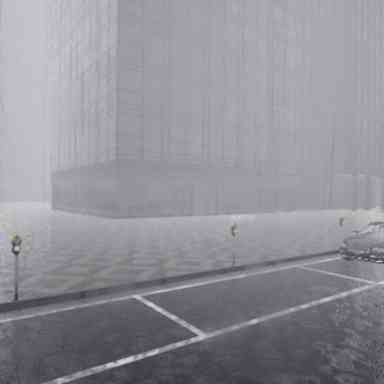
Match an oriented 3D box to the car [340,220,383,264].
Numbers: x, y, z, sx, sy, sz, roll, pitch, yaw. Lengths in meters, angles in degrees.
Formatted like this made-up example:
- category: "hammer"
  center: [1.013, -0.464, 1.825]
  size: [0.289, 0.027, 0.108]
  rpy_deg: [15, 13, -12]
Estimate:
- category: "car"
  center: [6.898, 1.679, 11.556]
  size: [4.403, 1.369, 2.008]
  rpy_deg: [1, 0, -35]
